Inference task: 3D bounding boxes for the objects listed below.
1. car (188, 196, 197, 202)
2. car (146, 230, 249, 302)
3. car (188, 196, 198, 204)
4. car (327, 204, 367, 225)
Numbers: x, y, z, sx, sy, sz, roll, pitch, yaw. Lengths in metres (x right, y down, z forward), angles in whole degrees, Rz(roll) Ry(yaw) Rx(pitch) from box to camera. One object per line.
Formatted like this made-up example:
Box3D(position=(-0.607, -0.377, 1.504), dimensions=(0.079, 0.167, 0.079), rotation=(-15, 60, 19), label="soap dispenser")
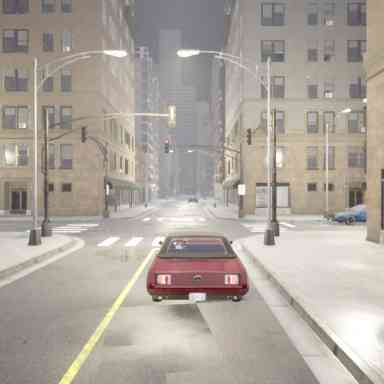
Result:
Box3D(position=(0.098, 1.567, 75.127), dimensions=(1.895, 1.301, 4.718), rotation=(0, 0, 0), label="car")
Box3D(position=(0.093, 1.601, 8.214), dimensions=(1.895, 1.301, 4.718), rotation=(0, 0, 0), label="car")
Box3D(position=(0.180, 1.507, 65.198), dimensions=(1.812, 1.442, 4.674), rotation=(0, 0, 0), label="car")
Box3D(position=(12.198, 1.512, 22.804), dimensions=(5.357, 1.411, 2.033), rotation=(0, 0, 3), label="car")
